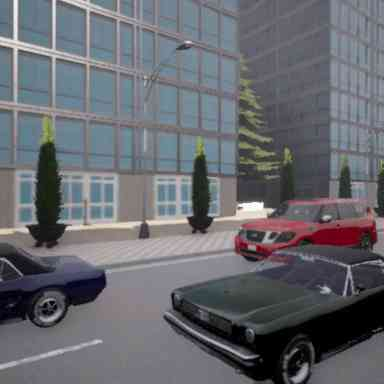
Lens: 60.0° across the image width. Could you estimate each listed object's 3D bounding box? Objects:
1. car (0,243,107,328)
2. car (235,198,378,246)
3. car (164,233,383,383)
[{"bbox_3d":[-3.972,1.601,5.452,4.718,1.301,1.895,0,0,-35],"label":"car"},{"bbox_3d":[3.983,1.249,11.113,5.566,2.045,2.150,0,0,-35],"label":"car"},{"bbox_3d":[1.946,1.614,5.362,4.718,1.301,1.895,0,0,-35],"label":"car"}]
